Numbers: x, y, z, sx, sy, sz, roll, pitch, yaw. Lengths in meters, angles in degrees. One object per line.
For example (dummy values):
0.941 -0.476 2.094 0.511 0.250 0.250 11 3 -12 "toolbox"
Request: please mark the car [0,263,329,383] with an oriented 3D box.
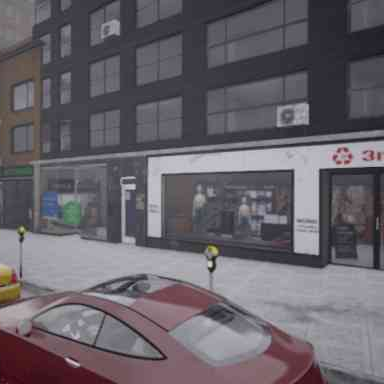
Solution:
-0.765 1.598 3.617 4.206 1.307 1.802 0 0 35 "car"
